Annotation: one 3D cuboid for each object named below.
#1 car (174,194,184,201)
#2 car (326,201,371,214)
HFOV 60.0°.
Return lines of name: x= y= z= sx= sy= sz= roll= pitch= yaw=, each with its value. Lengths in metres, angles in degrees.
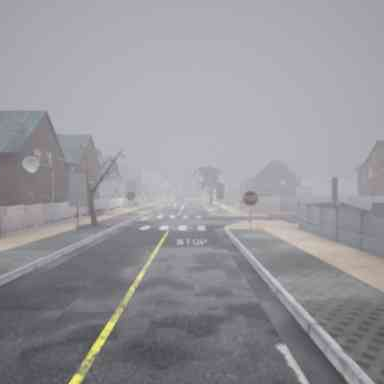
car: x=-2.751 y=1.271 z=72.218 sx=1.837 sy=1.490 sz=4.892 roll=0 pitch=0 yaw=0
car: x=11.377 y=1.400 z=25.634 sx=4.181 sy=1.385 sz=1.994 roll=-1 pitch=1 yaw=0
